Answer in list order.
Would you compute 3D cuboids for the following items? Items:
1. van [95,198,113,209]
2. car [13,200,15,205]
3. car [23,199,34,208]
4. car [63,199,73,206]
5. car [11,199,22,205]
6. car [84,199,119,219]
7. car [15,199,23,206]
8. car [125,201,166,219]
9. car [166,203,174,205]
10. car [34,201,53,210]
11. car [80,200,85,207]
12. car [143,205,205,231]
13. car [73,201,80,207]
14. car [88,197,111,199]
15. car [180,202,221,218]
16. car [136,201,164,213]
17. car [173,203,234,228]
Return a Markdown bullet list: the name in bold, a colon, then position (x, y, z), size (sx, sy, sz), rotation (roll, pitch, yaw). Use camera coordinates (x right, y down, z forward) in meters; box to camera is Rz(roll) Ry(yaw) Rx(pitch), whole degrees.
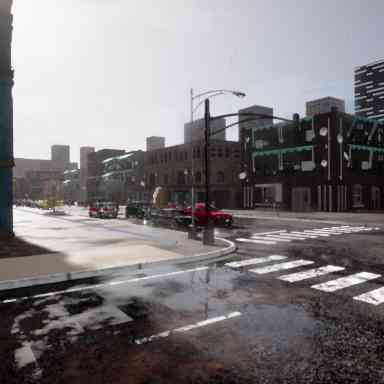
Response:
- **van**: position (-15.203, 1.907, 57.418), size (1.690, 1.788, 3.998), rotation (-1, 0, -35)
- **car**: position (-41.231, 2.547, 79.675), size (2.008, 1.369, 4.403), rotation (-1, 0, -35)
- **car**: position (-31.634, 2.376, 66.124), size (2.008, 1.369, 4.403), rotation (-1, 0, -35)
- **car**: position (-27.995, 2.364, 75.486), size (1.947, 1.339, 4.313), rotation (-1, 0, -35)
- **car**: position (-44.430, 2.598, 84.191), size (1.887, 1.381, 4.507), rotation (-1, 0, -35)
- **car**: position (-9.242, 1.847, 34.505), size (1.967, 1.590, 4.097), rotation (-1, 0, -35)
- **car**: position (-38.035, 2.380, 75.157), size (1.967, 1.590, 4.097), rotation (-1, 0, -35)
- **car**: position (-4.898, 1.689, 32.871), size (2.097, 1.767, 4.553), rotation (-1, 0, -35)
- **car**: position (-2.402, 1.904, 39.351), size (1.802, 1.307, 4.206), rotation (-2, 0, -35)
- **car**: position (-25.137, 2.233, 56.951), size (1.752, 1.417, 4.829), rotation (-1, 0, -35)
- **car**: position (-18.403, 1.940, 61.934), size (2.192, 1.841, 5.009), rotation (-1, 0, -35)
- **car**: position (-1.318, 1.815, 23.111), size (1.947, 1.339, 4.313), rotation (-1, 0, -35)
- **car**: position (-21.597, 2.228, 66.452), size (1.887, 1.381, 4.507), rotation (-1, 0, -35)
- **car**: position (-11.043, 1.678, 41.564), size (2.150, 2.045, 5.566), rotation (-1, 0, -35)
- **car**: position (0.797, 1.810, 34.833), size (2.008, 1.369, 4.403), rotation (-2, 0, -35)
- **car**: position (-5.600, 1.966, 43.867), size (1.802, 1.307, 4.206), rotation (-1, 0, -35)
- **car**: position (0.962, 1.698, 24.597), size (1.882, 1.535, 5.008), rotation (-1, 0, -35)
